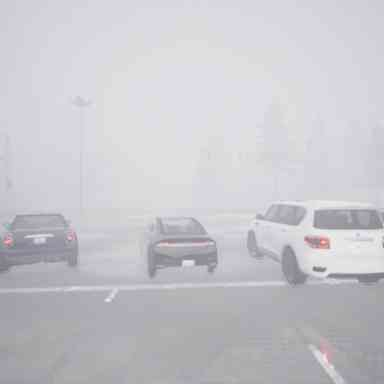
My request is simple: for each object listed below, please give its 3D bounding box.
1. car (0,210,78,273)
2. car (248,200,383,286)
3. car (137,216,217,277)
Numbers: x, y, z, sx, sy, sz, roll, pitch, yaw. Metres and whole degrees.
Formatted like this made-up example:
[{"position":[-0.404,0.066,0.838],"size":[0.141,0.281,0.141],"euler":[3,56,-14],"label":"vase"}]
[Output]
[{"position":[-5.155,1.369,11.147],"size":[2.097,1.767,4.553],"euler":[0,0,-26],"label":"car"},{"position":[3.263,1.238,9.674],"size":[2.150,2.045,5.566],"euler":[0,0,-5],"label":"car"},{"position":[-0.602,1.508,10.429],"size":[2.128,1.511,4.902],"euler":[0,0,-12],"label":"car"}]
